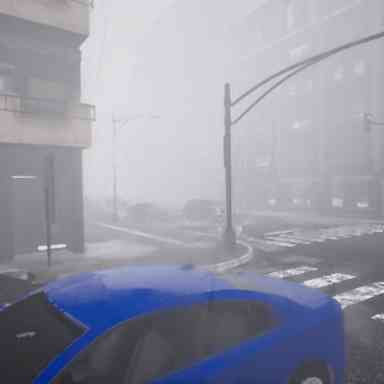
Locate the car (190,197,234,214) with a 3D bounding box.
[{"bbox_3d":[1.904,1.268,32.687,1.887,1.381,4.507,-1,1,-35],"label":"car"}]

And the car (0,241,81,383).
[{"bbox_3d":[-3.816,1.556,3.852,4.403,1.369,2.008,0,-1,-35],"label":"car"}]

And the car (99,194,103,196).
[{"bbox_3d":[-13.039,1.032,49.430,2.097,1.767,4.553,-1,1,-34],"label":"car"}]

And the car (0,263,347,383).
[{"bbox_3d":[-0.709,1.473,2.795,5.008,1.535,1.882,0,0,-36],"label":"car"}]

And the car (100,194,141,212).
[{"bbox_3d":[-7.924,1.295,36.525,2.128,1.511,4.902,-1,1,-35],"label":"car"}]

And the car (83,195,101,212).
[{"bbox_3d":[-11.537,1.395,37.193,2.008,1.369,4.403,-1,1,-35],"label":"car"}]

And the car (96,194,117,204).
[{"bbox_3d":[-14.457,1.125,56.118,1.752,1.417,4.829,-1,1,-35],"label":"car"}]

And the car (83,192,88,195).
[{"bbox_3d":[-18.768,1.143,57.611,1.837,1.490,4.892,-1,1,-35],"label":"car"}]

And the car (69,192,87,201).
[{"bbox_3d":[-24.072,0.843,69.988,2.192,1.841,5.009,-1,1,-35],"label":"car"}]

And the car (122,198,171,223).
[{"bbox_3d":[-3.265,1.457,25.028,1.887,1.381,4.507,-1,1,-35],"label":"car"}]

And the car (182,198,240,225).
[{"bbox_3d":[1.249,1.227,23.273,2.097,1.767,4.553,-1,1,-35],"label":"car"}]
